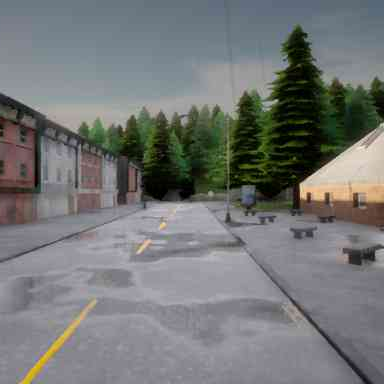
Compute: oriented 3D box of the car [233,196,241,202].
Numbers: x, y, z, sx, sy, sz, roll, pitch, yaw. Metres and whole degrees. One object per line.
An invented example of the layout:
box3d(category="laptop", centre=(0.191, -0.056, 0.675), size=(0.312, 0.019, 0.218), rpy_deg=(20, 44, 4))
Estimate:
box3d(category="car", centre=(11.330, 1.522, 73.348), size=(4.553, 1.767, 2.097), rpy_deg=(0, 0, 0))
